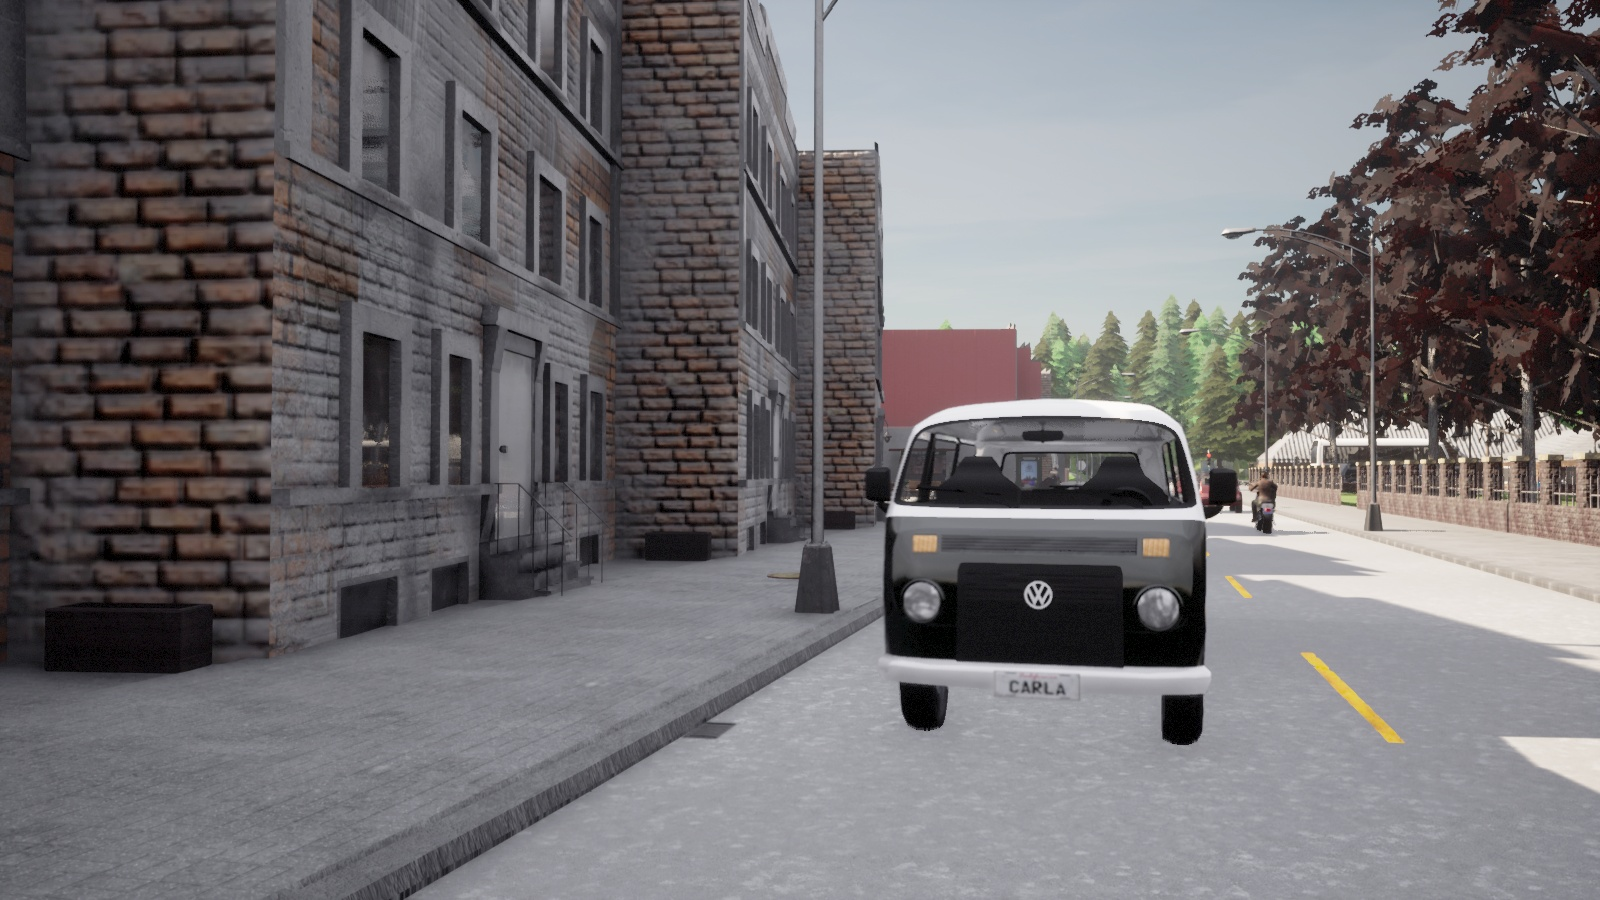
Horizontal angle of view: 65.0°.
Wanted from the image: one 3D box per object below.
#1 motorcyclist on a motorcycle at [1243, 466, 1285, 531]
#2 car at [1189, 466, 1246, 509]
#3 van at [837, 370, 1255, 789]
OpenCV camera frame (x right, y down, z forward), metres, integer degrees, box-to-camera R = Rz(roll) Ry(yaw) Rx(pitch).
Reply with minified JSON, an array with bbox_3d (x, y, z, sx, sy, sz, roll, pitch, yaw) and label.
[{"bbox_3d":[12.166,1.256,32.969,0.766,1.649,2.350,-1,-1,14],"label":"motorcyclist on a motorcycle"},{"bbox_3d":[16.456,1.463,49.641,1.851,1.617,3.988,-1,-1,14],"label":"car"},{"bbox_3d":[1.761,0.671,8.552,2.069,2.038,4.480,-1,-1,14],"label":"van"}]
